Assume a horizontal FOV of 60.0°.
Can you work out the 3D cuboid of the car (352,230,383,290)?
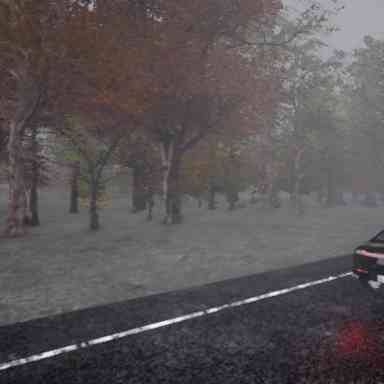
[{"bbox_3d":[5.706,1.473,7.817,4.902,1.511,2.128,0,0,-36],"label":"car"}]
